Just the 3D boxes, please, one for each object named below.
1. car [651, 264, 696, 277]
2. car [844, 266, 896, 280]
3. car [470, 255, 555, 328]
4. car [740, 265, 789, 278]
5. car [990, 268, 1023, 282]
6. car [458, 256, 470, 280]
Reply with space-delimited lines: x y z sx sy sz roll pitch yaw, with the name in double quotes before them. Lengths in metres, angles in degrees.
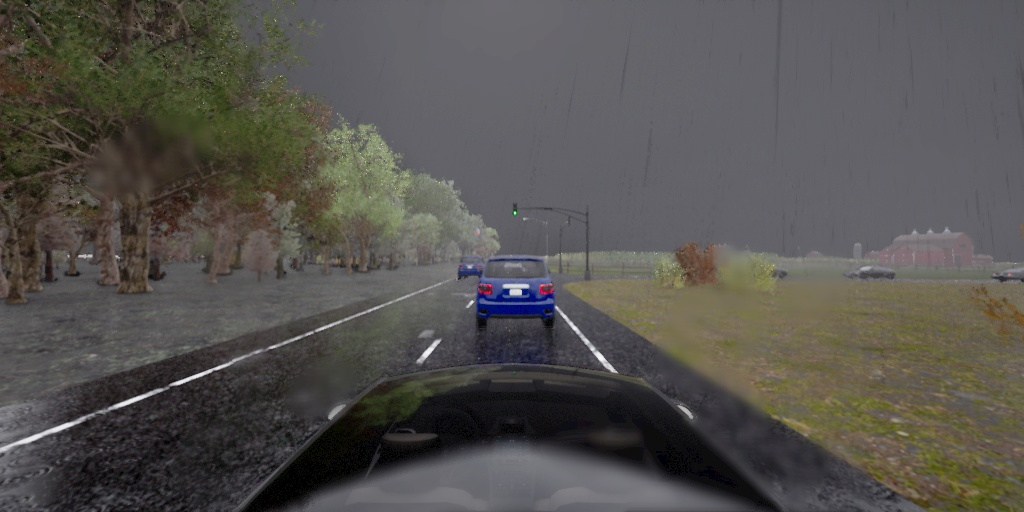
"car" 17.691 1.578 39.265 4.674 1.442 1.812 1 -1 1
"car" 39.050 1.810 39.134 4.674 1.442 1.812 1 -1 0
"car" 0.097 0.990 11.630 2.150 2.045 5.566 0 0 0
"car" 27.554 1.685 39.185 4.674 1.442 1.812 1 -1 0
"car" 51.014 1.898 35.463 5.357 1.411 2.033 1 -1 1
"car" -3.407 1.019 31.638 2.150 2.045 5.566 0 0 0
